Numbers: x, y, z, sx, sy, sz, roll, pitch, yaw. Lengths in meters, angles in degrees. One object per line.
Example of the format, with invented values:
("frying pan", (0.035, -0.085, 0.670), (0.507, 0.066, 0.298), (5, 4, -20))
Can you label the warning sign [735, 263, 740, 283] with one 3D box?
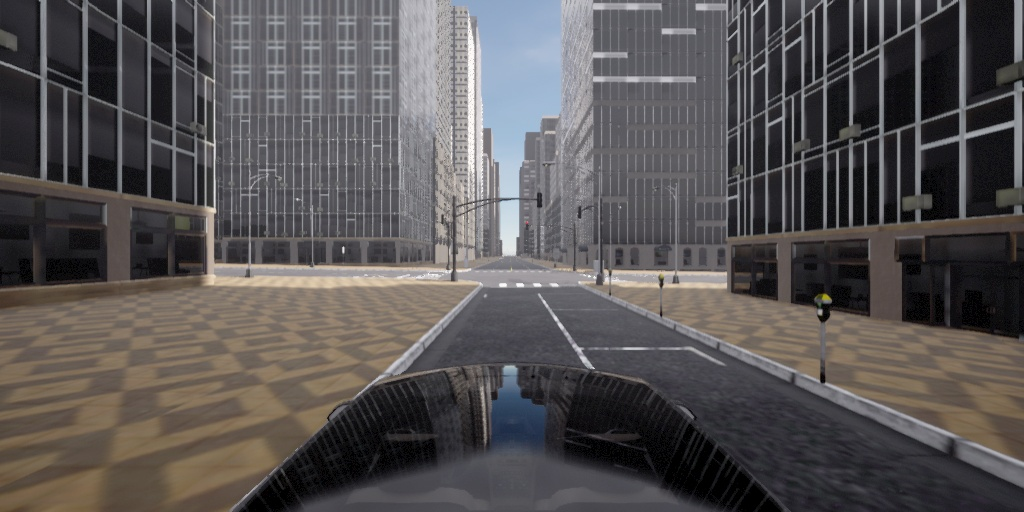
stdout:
("warning sign", (17.262, 1.179, 27.990), (1.060, 1.860, 1.300), (0, 0, -3))
